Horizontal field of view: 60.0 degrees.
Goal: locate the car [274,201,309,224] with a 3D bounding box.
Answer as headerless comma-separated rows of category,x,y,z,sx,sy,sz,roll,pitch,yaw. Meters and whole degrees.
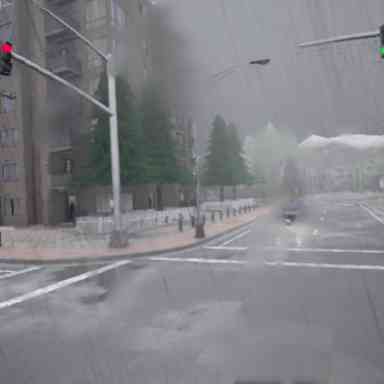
car,6.943,1.329,22.905,2.033,1.411,5.357,-3,0,24
